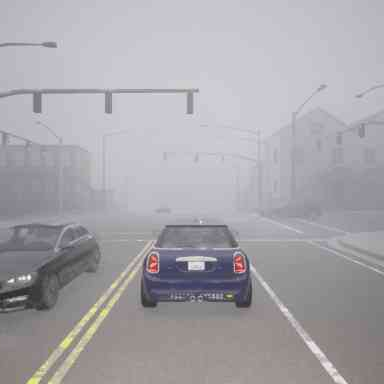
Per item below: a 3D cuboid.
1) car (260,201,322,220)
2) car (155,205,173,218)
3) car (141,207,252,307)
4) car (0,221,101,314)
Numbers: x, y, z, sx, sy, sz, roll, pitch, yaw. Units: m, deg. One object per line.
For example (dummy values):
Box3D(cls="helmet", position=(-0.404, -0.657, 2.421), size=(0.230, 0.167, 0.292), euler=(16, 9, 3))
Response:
Box3D(cls="car", position=(8.068, 1.484, 27.368), size=(5.008, 1.535, 1.882), euler=(0, 0, -6))
Box3D(cls="car", position=(-3.558, 2.570, 42.599), size=(1.895, 1.301, 4.718), euler=(0, -8, 0))
Box3D(cls="car", position=(0.093, 1.352, 8.116), size=(2.097, 1.767, 4.553), euler=(0, 0, 0))
Box3D(cls="car", position=(-3.576, 1.491, 7.846), size=(2.128, 1.511, 4.902), euler=(0, 0, 0))
